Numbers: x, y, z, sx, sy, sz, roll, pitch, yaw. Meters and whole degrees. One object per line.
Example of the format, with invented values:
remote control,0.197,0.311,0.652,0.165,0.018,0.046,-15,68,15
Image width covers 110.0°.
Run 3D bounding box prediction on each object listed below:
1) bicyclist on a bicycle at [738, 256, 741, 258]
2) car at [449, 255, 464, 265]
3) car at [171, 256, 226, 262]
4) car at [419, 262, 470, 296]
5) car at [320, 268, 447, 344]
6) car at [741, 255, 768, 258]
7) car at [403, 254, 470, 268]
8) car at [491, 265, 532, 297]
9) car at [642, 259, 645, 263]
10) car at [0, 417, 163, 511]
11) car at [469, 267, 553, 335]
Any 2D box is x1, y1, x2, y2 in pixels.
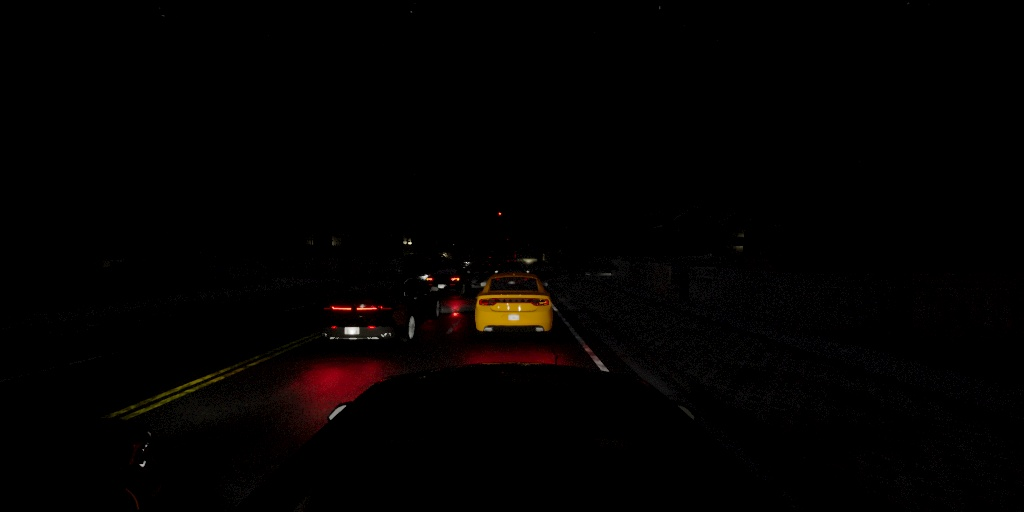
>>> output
bicyclist on a bicycle,18.406,0.787,28.789,0.582,1.620,1.656,0,0,-2
car,-9.912,0.669,63.947,1.882,1.535,5.008,0,1,0
car,-26.783,1.020,31.302,5.566,2.045,2.150,0,1,3
car,-3.248,1.216,18.897,1.812,1.442,4.674,0,0,1
car,-3.190,1.241,9.588,1.837,1.490,4.892,0,0,0
car,22.770,0.742,34.775,4.553,1.767,2.097,0,1,-2
car,-6.593,0.878,31.061,5.566,2.045,2.150,0,1,-1
car,0.008,1.251,19.361,1.994,1.385,4.181,0,0,1
car,12.794,1.018,34.517,5.357,1.411,2.033,-1,1,-6
car,-3.149,1.228,0.178,1.882,1.535,5.008,0,0,0
car,0.062,1.211,10.472,1.882,1.535,5.008,0,0,0
